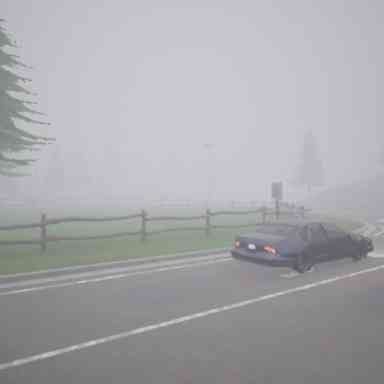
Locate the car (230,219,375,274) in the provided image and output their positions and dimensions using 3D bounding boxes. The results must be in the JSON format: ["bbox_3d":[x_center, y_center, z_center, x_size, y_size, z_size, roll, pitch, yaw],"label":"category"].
[{"bbox_3d":[3.711,1.579,10.705,5.357,1.411,2.033,0,0,-35],"label":"car"}]
